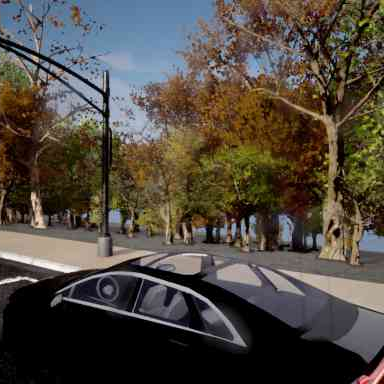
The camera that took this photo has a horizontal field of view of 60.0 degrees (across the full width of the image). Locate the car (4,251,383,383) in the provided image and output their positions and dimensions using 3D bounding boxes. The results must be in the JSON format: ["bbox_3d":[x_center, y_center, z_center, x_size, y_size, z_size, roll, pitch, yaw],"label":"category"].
[{"bbox_3d":[-0.365,1.491,3.952,4.902,1.511,2.128,0,0,36],"label":"car"}]
